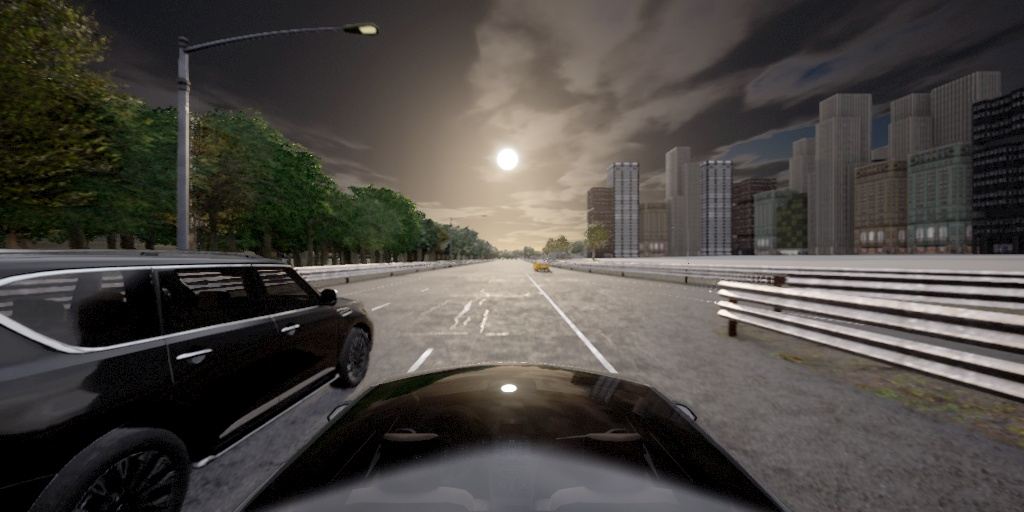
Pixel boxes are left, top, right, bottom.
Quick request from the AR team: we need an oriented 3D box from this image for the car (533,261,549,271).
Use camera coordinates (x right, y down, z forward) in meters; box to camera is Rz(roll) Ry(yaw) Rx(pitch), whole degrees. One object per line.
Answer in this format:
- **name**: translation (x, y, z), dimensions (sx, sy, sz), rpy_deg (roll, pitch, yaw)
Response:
- **car**: translation (4.288, 1.472, 53.715), dimensions (1.882, 1.535, 5.008), rpy_deg (0, -1, -5)

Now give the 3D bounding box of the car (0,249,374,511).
- **car**: translation (-3.403, 0.976, 3.717), dimensions (2.150, 2.045, 5.566), rpy_deg (0, 0, 0)
